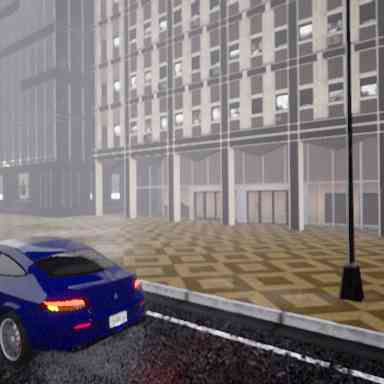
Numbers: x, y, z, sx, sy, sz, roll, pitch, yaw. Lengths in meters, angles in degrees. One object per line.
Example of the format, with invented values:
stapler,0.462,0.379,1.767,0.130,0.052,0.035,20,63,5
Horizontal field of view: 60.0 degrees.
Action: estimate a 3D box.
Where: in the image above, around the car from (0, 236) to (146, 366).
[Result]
car,-2.848,1.503,5.723,4.674,1.442,1.812,0,0,35
